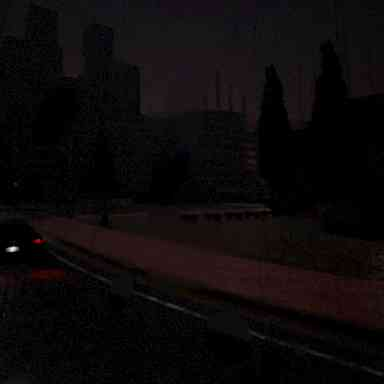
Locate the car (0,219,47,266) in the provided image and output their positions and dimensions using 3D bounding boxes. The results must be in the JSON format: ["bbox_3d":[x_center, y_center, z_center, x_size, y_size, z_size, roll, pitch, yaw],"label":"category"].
[{"bbox_3d":[-6.213,1.581,10.962,1.994,1.385,4.181,0,0,-36],"label":"car"}]

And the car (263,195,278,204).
[{"bbox_3d":[15.513,1.621,59.753,4.718,1.301,1.895,0,0,-35],"label":"car"}]

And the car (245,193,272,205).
[{"bbox_3d":[12.021,1.504,61.600,5.008,1.535,1.882,0,0,-35],"label":"car"}]
